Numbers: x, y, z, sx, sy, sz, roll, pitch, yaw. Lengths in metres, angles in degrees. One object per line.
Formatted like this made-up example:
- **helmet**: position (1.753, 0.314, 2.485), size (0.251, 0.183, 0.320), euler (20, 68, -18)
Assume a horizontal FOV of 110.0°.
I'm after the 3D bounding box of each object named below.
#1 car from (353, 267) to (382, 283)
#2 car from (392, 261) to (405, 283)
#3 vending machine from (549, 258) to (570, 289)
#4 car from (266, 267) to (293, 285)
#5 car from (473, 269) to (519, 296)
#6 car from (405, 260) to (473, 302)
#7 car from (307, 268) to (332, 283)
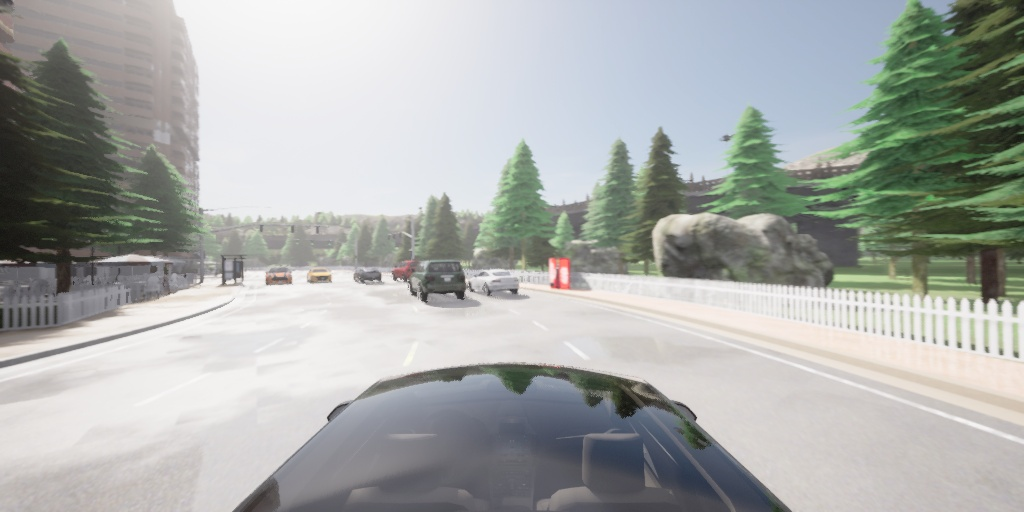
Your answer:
- **car**: position (-14.157, 1.829, 35.071), size (2.128, 1.511, 4.902), euler (-1, -1, -35)
- **car**: position (-10.113, 1.493, 35.409), size (2.150, 2.045, 5.566), euler (-1, -1, -35)
- **vending machine**: position (2.954, 1.106, 22.054), size (1.100, 2.100, 0.880), euler (0, 0, -25)
- **car**: position (-22.860, 1.905, 35.172), size (2.097, 1.767, 4.553), euler (-1, -1, -35)
- **car**: position (-1.147, 1.497, 21.135), size (1.812, 1.442, 4.674), euler (-1, -1, -25)
- **car**: position (-4.106, 1.227, 19.303), size (2.150, 2.045, 5.566), euler (0, 0, -24)
- **car**: position (-19.978, 1.963, 37.159), size (1.882, 1.535, 5.008), euler (-1, -1, -35)
